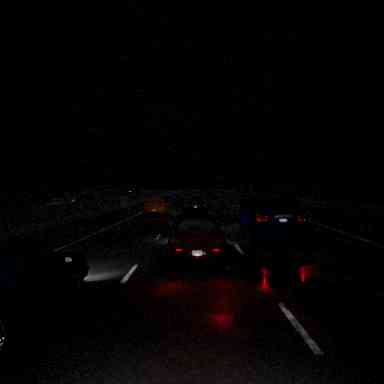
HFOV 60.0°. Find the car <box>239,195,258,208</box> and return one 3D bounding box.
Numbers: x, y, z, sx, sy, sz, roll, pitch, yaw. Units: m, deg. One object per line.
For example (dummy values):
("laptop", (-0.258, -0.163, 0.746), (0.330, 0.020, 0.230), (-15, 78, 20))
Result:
("car", (7.379, 1.212, 43.865), (1.812, 1.442, 4.674), (0, 1, 1))

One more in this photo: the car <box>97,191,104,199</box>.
("car", (-20.493, 0.630, 71.149), (2.097, 1.767, 4.553), (0, 1, 0))

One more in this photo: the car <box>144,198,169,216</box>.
("car", (-3.197, 1.326, 30.672), (1.882, 1.535, 5.008), (0, 1, 0))

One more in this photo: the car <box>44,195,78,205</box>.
("car", (-13.859, 1.329, 34.668), (1.812, 1.442, 4.674), (0, 1, 1))

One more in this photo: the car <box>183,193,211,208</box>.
("car", (0.291, 1.217, 29.058), (2.097, 1.767, 4.553), (0, 1, 0))

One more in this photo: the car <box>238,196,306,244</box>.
("car", (3.592, 1.187, 15.695), (2.150, 2.045, 5.566), (0, 0, 0))

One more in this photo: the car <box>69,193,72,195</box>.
("car", (-24.019, 0.869, 67.723), (2.033, 1.411, 5.357), (0, 1, 0))

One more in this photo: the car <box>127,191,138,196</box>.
("car", (-13.457, 0.570, 75.931), (2.033, 1.411, 5.357), (0, 1, 0))

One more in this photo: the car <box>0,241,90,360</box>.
("car", (-3.377, 1.544, 5.525), (2.033, 1.411, 5.357), (0, 0, 0))

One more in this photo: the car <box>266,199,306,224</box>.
("car", (7.084, 1.405, 25.489), (1.837, 1.490, 4.892), (0, 1, 2))

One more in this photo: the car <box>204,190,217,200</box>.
("car", (3.969, 0.871, 65.841), (1.837, 1.490, 4.892), (0, 1, 0))

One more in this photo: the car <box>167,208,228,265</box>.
("car", (0.164, 1.507, 11.479), (1.812, 1.442, 4.674), (0, 0, 0))

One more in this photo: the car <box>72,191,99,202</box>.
("car", (-17.181, 1.056, 53.766), (1.837, 1.490, 4.892), (0, 1, 1))
